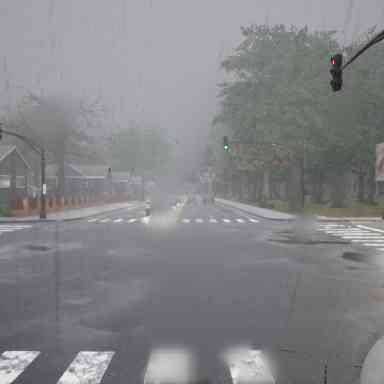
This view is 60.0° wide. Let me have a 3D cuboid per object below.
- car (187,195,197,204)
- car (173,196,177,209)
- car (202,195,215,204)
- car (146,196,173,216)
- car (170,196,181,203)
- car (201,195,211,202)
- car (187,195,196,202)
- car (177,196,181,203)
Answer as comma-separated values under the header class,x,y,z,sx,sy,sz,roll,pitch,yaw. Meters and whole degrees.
class,x,y,z,sx,sy,sz,roll,pitch,yaw
car,-0.048,1.543,63.780,2.033,1.411,5.357,0,0,0
car,-3.294,1.505,42.715,1.837,1.490,4.892,0,0,0
car,3.200,1.347,64.181,2.097,1.767,4.553,0,0,0
car,-3.253,1.351,32.574,2.097,1.767,4.553,0,0,0
car,-3.317,1.503,68.358,2.128,1.511,4.902,0,0,0
car,3.157,1.362,74.217,2.033,1.411,5.357,0,0,0
car,-0.092,1.418,74.234,1.895,1.301,4.718,0,0,0
car,-3.336,1.490,52.905,2.128,1.511,4.902,0,0,0
